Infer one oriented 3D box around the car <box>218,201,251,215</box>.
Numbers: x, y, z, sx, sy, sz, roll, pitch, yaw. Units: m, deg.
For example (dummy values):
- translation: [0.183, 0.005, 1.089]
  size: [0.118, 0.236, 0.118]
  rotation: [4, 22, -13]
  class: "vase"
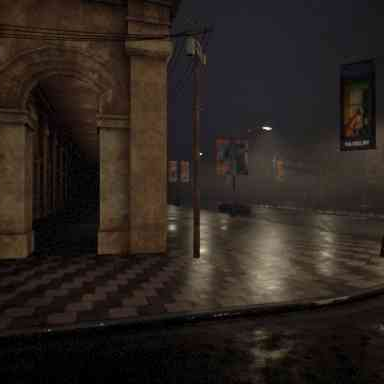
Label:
- translation: [4.224, 1.595, 33.572]
  size: [1.895, 1.301, 4.718]
  rotation: [0, 0, -15]
  class: "car"
